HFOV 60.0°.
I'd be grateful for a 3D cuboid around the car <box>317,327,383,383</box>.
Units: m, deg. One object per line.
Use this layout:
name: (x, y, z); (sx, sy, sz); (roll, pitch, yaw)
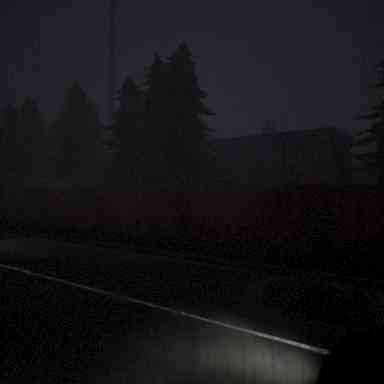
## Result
car: (3.194, 1.506, 1.699); (4.892, 1.490, 1.837); (-1, 0, 36)
